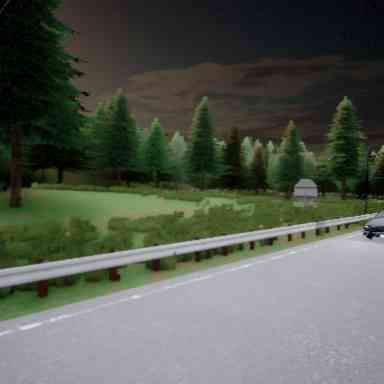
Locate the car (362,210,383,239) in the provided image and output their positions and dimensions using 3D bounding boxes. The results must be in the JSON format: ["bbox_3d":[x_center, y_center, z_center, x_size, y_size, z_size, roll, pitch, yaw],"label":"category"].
[{"bbox_3d":[10.221,1.567,16.592,2.033,1.411,5.357,2,1,43],"label":"car"}]
